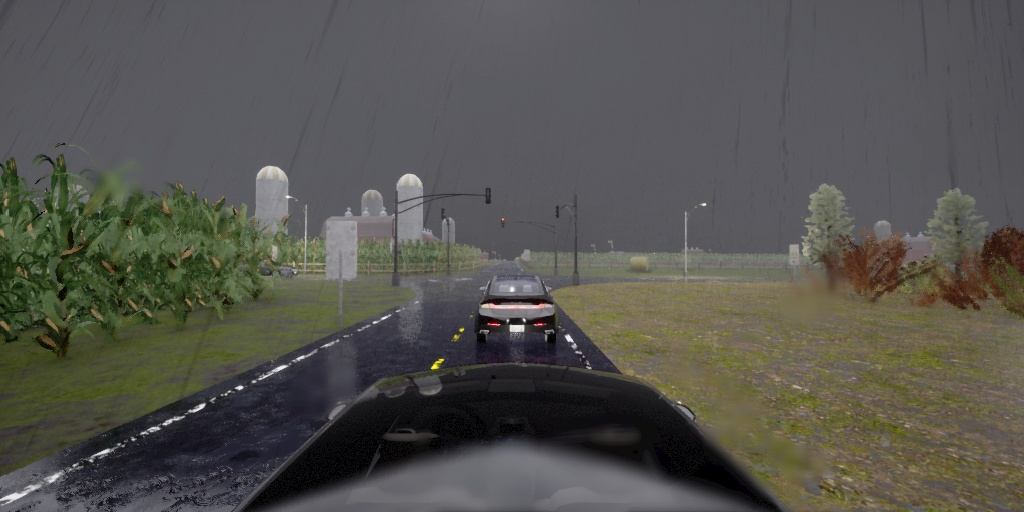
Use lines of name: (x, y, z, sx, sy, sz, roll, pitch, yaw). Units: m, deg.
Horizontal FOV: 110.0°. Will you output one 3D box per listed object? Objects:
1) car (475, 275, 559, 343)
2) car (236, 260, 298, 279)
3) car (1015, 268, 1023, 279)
car: (0.103, 1.245, 9.645, 2.128, 1.511, 4.902, 0, 0, 0)
car: (-19.934, 1.059, 28.805, 4.902, 1.511, 2.128, 0, -1, -4)
car: (48.674, 1.720, 33.485, 4.674, 1.442, 1.812, 1, -1, -5)
